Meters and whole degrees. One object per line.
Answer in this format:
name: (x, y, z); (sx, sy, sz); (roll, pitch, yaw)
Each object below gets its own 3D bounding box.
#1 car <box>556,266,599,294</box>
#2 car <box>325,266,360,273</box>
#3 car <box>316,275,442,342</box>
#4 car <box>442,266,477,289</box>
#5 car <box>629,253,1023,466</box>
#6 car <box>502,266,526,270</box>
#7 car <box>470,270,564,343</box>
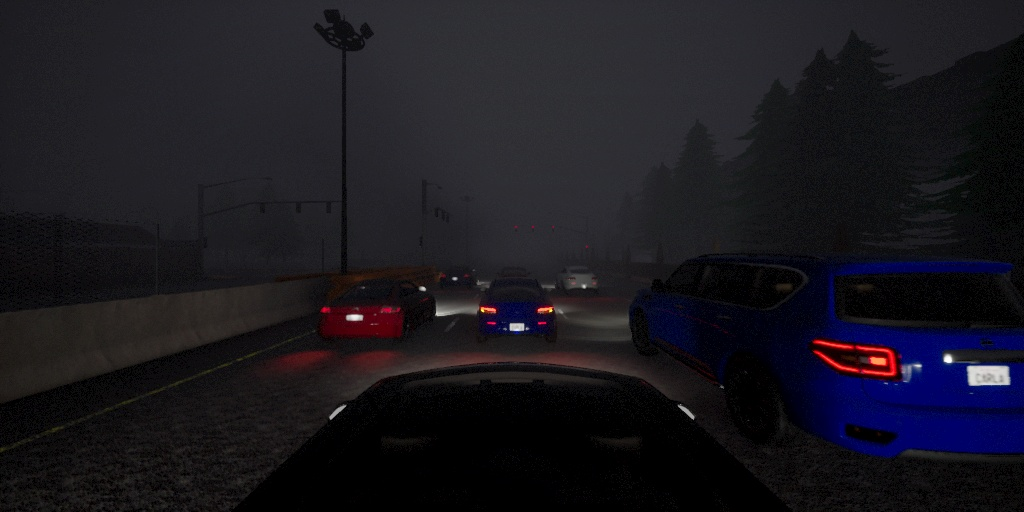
car: (3.595, 1.275, 20.179); (1.812, 1.442, 4.674); (0, 0, 0)
car: (-10.555, 1.315, 22.473); (1.994, 1.385, 4.181); (0, 0, 0)
car: (-3.399, 1.312, 9.750); (1.994, 1.385, 4.181); (0, 0, 0)
car: (-3.397, 1.314, 23.329); (1.994, 1.385, 4.181); (0, 0, 0)
car: (3.600, 0.975, 5.394); (2.150, 2.045, 5.566); (0, 1, 0)
car: (0.101, 1.276, 19.479); (1.812, 1.442, 4.674); (0, 0, 0)
car: (0.094, 1.276, 9.583); (1.812, 1.442, 4.674); (0, 0, 0)
